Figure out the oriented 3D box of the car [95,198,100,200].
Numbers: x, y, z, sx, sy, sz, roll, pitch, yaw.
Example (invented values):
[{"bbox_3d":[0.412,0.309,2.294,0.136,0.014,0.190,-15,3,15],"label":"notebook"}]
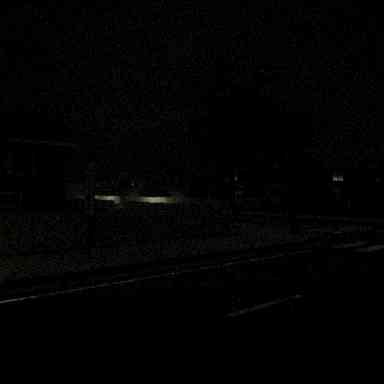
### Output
[{"bbox_3d":[-16.081,1.653,54.216,1.994,1.385,4.181,0,0,-35],"label":"car"}]
